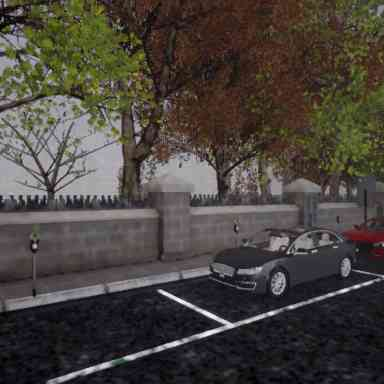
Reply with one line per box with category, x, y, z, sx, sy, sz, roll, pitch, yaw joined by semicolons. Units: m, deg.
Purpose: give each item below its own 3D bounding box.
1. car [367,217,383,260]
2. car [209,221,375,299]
car;6.901;1.545;11.638;4.507;1.381;1.887;0;0;-36
car;2.421;1.550;8.379;4.403;1.369;2.008;0;0;-36
